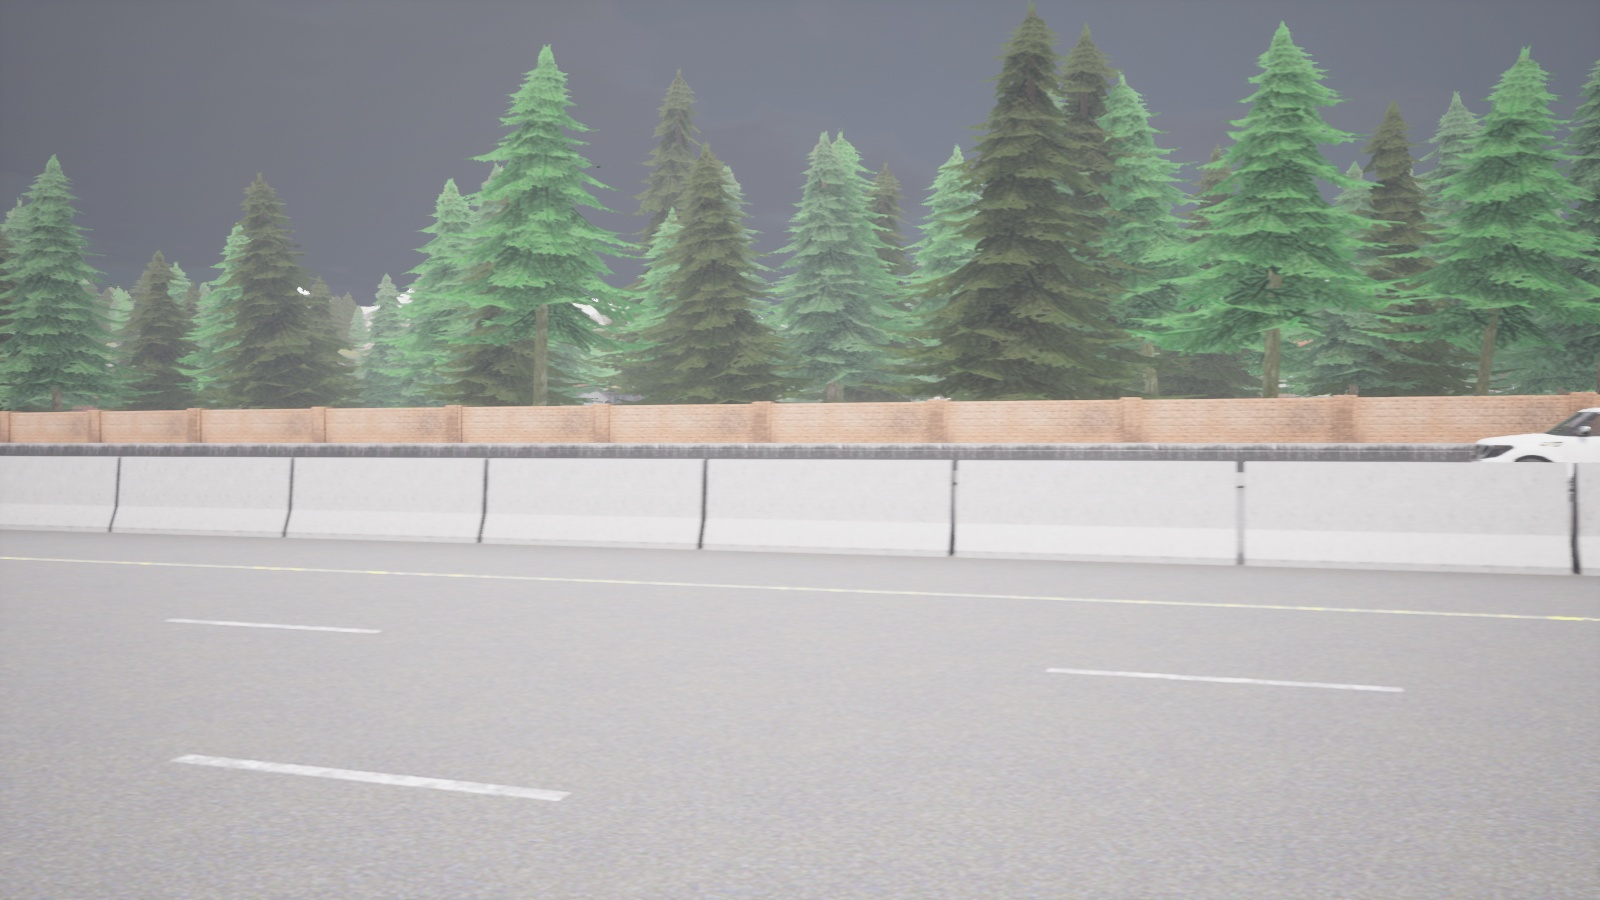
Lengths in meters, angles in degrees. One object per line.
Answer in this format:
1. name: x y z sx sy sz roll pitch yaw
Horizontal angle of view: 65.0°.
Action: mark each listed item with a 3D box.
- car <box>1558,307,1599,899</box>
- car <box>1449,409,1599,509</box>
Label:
1. car: 3.641 0.605 1.965 3.866 1.878 1.905 1 1 19
2. car: 17.176 0.182 26.898 5.566 2.045 2.150 1 1 20
